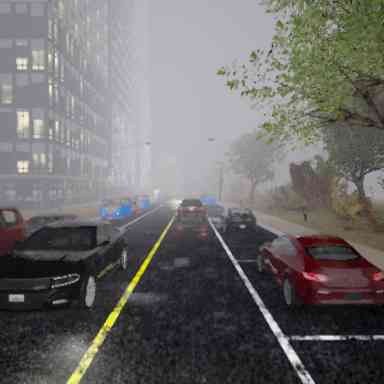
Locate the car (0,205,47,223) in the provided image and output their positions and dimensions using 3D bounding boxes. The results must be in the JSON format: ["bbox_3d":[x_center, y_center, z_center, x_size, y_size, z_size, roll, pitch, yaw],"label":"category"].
[{"bbox_3d":[-5.449,1.278,7.303,2.192,1.841,5.009,-1,0,0],"label":"car"}]

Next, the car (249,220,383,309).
[{"bbox_3d":[2.621,1.540,7.495,1.802,1.307,4.206,-1,0,0],"label":"car"}]

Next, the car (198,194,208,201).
[{"bbox_3d":[2.293,1.198,68.446,1.947,1.339,4.313,-1,0,0],"label":"car"}]

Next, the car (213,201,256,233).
[{"bbox_3d":[2.486,1.450,18.576,2.008,1.369,4.403,-1,0,0],"label":"car"}]

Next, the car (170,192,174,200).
[{"bbox_3d":[-5.608,1.151,73.877,1.887,1.381,4.507,-1,0,0],"label":"car"}]

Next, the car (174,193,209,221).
[{"bbox_3d":[-0.034,1.214,25.543,2.097,1.767,4.553,0,0,0],"label":"car"}]

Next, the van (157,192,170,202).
[{"bbox_3d":[-5.568,1.008,62.780,1.690,1.788,3.998,-1,0,0],"label":"van"}]

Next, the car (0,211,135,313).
[{"bbox_3d":[-2.825,1.436,7.878,1.882,1.535,5.008,0,0,0],"label":"car"}]

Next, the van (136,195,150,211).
[{"bbox_3d":[-5.461,1.156,35.041,1.690,1.788,3.998,-1,0,0],"label":"van"}]

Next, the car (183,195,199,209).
[{"bbox_3d":[-0.092,1.248,43.044,1.882,1.535,5.008,0,0,0],"label":"car"}]

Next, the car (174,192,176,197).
[{"bbox_3d":[-5.675,0.833,90.516,2.192,1.841,5.009,-1,0,0],"label":"car"}]

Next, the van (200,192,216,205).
[{"bbox_3d":[2.376,1.093,46.280,1.690,1.788,3.998,-1,0,0],"label":"van"}]

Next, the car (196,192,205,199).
[{"bbox_3d":[2.226,0.858,85.068,2.192,1.841,5.009,-1,0,0],"label":"car"}]

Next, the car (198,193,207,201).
[{"bbox_3d":[2.271,1.042,73.987,1.967,1.590,4.097,-1,0,0],"label":"car"}]

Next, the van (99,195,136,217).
[{"bbox_3d":[-5.418,1.215,23.946,1.690,1.788,3.998,-1,0,0],"label":"van"}]

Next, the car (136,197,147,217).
[{"bbox_3d":[-5.437,1.427,29.494,1.802,1.307,4.206,-1,0,0],"label":"car"}]
